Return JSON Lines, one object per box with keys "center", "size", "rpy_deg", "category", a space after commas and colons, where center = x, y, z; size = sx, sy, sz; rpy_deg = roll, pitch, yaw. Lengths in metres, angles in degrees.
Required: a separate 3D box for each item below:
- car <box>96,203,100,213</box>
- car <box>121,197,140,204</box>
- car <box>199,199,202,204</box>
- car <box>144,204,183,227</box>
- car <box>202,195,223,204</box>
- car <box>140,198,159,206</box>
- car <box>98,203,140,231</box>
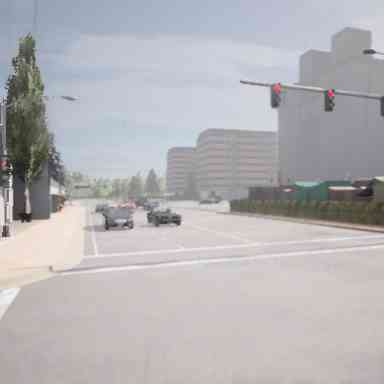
{"center": [-11.989, 2.142, 44.951], "size": [1.994, 1.385, 4.181], "rpy_deg": [-1, -1, -17], "category": "car"}
{"center": [-9.304, 1.914, 48.122], "size": [2.097, 1.767, 4.553], "rpy_deg": [-1, 0, -17], "category": "car"}
{"center": [4.008, 1.757, 76.809], "size": [4.605, 1.855, 1.932], "rpy_deg": [-1, -1, -19], "category": "car"}
{"center": [-2.165, 1.857, 25.268], "size": [1.895, 1.301, 4.718], "rpy_deg": [-1, -1, -17], "category": "car"}
{"center": [4.896, 1.722, 74.054], "size": [3.866, 1.878, 1.905], "rpy_deg": [-1, -1, -19], "category": "car"}
{"center": [-5.978, 2.015, 49.540], "size": [2.128, 1.511, 4.902], "rpy_deg": [-1, -1, -17], "category": "car"}
{"center": [-5.220, 1.778, 23.317], "size": [2.128, 1.511, 4.902], "rpy_deg": [-1, 0, -17], "category": "car"}
